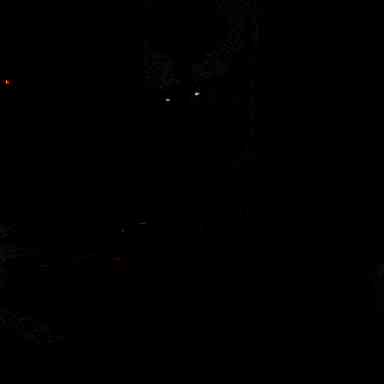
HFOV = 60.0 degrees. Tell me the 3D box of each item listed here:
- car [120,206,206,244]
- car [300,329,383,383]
[{"bbox_3d":[-1.192,1.444,15.798,1.837,1.490,4.892,1,1,36],"label":"car"},{"bbox_3d":[2.738,1.315,0.853,5.009,1.841,2.192,0,0,36],"label":"car"}]
